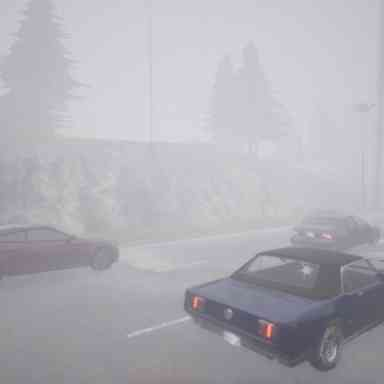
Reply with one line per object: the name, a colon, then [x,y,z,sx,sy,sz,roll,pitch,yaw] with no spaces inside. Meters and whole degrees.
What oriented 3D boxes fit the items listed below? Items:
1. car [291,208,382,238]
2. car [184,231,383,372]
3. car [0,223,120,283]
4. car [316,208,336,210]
car: [6.200,1.636,14.021,5.357,1.411,2.033,0,-1,-43]
car: [2.238,1.639,5.772,4.718,1.301,1.895,0,-1,-40]
car: [-4.376,1.608,9.447,4.674,1.442,1.812,0,0,-38]
car: [8.871,1.699,21.393,4.181,1.385,1.994,0,-1,-43]
